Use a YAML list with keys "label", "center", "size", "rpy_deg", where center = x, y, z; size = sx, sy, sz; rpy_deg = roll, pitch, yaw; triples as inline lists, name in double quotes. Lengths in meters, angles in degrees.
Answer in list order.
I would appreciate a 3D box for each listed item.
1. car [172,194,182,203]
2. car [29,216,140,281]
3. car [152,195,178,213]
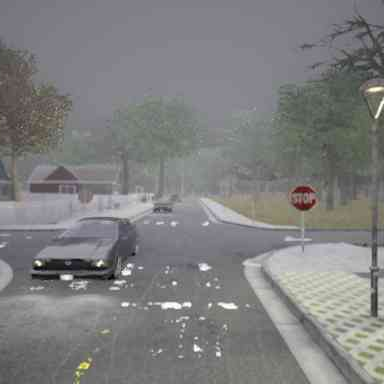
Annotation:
- label: "car"
  center: [-2.751, 1.104, 57.493]
  size: [1.837, 1.490, 4.892]
  rpy_deg: [0, 0, 0]
- label: "car"
  center: [-2.746, 1.460, 9.946]
  size: [2.033, 1.411, 5.357]
  rpy_deg: [0, 1, 0]
- label: "car"
  center: [-2.751, 1.309, 32.988]
  size: [2.033, 1.411, 5.357]
  rpy_deg: [0, 0, 0]
